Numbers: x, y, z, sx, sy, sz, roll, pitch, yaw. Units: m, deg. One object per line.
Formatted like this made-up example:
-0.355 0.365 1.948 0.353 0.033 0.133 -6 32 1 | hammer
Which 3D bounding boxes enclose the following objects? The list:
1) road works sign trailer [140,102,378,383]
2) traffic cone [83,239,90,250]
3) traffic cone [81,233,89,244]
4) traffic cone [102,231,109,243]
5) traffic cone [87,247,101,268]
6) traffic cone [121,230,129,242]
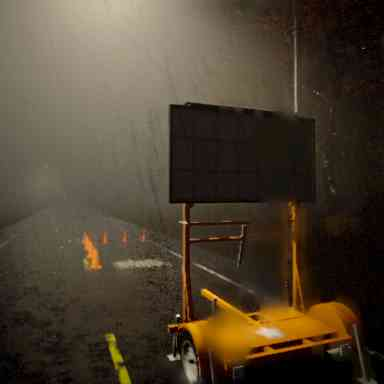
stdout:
0.717 0.562 5.003 2.380 3.560 2.880 0 -1 -21 | road works sign trailer
-3.895 2.211 12.810 0.340 0.580 0.340 0 -1 -21 | traffic cone
-4.612 2.248 14.677 0.340 0.580 0.340 0 -1 -21 | traffic cone
-4.396 2.290 16.901 0.340 0.580 0.340 0 -1 -21 | traffic cone
-3.179 2.175 10.943 0.340 0.580 0.340 0 -1 -21 | traffic cone
-3.462 2.295 17.259 0.340 0.580 0.340 0 -1 -21 | traffic cone
